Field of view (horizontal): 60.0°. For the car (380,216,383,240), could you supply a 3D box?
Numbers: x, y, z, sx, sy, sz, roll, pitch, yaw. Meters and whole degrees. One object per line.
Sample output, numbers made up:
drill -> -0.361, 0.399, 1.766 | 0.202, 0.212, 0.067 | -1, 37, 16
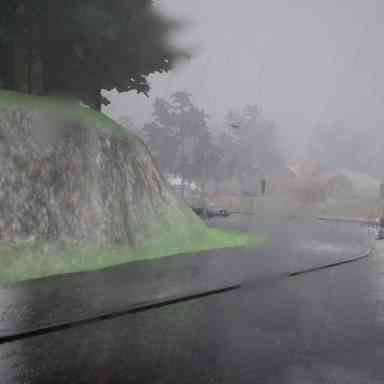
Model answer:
car -> 9.903, 1.349, 13.729 | 2.097, 1.767, 4.553 | -1, 0, -1

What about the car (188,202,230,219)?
car -> 1.423, 1.560, 29.399 | 1.994, 1.385, 4.181 | 0, 0, -35
